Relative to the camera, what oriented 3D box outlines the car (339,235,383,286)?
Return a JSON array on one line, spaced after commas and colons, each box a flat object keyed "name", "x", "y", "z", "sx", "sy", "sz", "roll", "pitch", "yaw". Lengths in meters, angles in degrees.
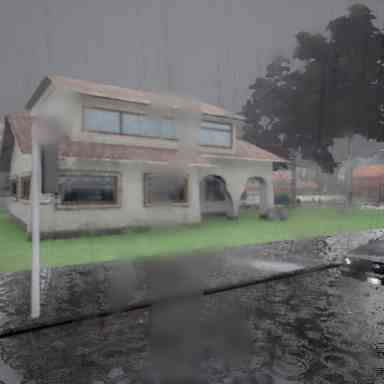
[{"name": "car", "x": 6.133, "y": 1.520, "z": 8.600, "sx": 5.357, "sy": 1.411, "sz": 2.033, "roll": 0, "pitch": 0, "yaw": -33}]
